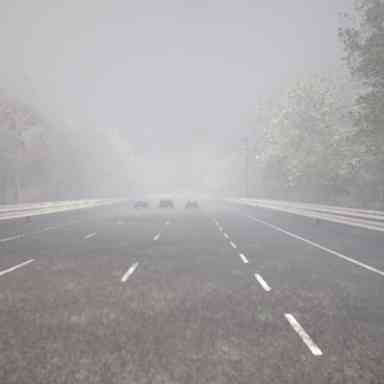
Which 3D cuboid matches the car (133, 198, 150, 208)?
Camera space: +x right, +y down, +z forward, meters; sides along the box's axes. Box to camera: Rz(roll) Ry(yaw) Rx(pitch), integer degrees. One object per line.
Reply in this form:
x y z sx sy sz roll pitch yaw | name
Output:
-6.994 1.519 46.838 1.812 1.442 4.674 0 0 0 | car

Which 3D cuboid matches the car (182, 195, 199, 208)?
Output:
0.007 1.541 46.687 2.033 1.411 5.357 0 0 0 | car

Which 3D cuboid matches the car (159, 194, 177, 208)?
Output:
-3.493 1.471 46.803 1.882 1.535 5.008 0 0 0 | car
